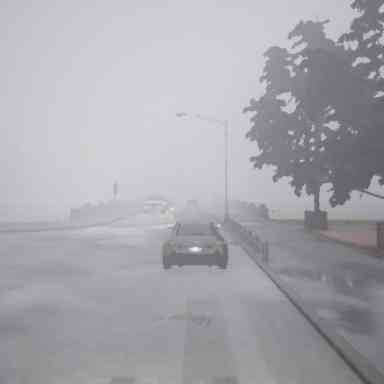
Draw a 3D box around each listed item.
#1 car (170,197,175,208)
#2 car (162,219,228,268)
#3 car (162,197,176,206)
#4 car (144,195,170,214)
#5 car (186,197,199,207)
[{"bbox_3d":[-4.074,1.696,48.141,2.033,1.411,5.357,0,0,0],"label":"car"},{"bbox_3d":[0.094,1.599,11.390,1.994,1.385,4.181,0,0,0],"label":"car"},{"bbox_3d":[-4.013,1.672,58.384,2.128,1.511,4.902,0,0,0],"label":"car"},{"bbox_3d":[-4.109,1.339,37.891,2.150,2.045,5.566,0,0,0],"label":"car"},{"bbox_3d":[0.086,1.653,56.626,1.882,1.535,5.008,0,0,0],"label":"car"}]
